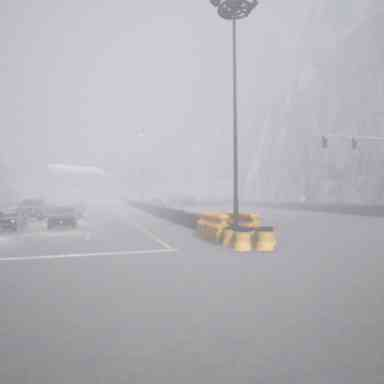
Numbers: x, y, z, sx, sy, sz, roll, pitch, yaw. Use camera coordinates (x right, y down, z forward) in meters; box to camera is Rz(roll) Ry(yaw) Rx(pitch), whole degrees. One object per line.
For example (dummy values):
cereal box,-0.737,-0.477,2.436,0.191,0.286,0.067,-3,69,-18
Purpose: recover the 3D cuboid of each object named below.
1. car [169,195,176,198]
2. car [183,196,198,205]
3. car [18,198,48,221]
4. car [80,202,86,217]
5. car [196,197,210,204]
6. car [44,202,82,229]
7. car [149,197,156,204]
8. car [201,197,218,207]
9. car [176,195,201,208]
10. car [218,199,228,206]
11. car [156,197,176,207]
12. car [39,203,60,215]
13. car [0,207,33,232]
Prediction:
car,-3.716,1.609,68.593,2.150,2.045,5.566,0,0,-16
car,-0.337,1.683,69.507,2.097,1.767,4.553,0,0,-16
car,-15.199,1.654,31.895,2.150,2.045,5.566,0,0,-16
car,-12.156,2.030,33.991,1.895,1.301,4.718,0,0,-16
car,2.413,1.868,72.633,1.812,1.442,4.674,0,0,-16
car,-9.578,1.818,25.010,1.882,1.535,5.008,0,0,-16
car,-7.643,1.744,69.621,2.097,1.767,4.553,0,0,-16
car,2.405,1.750,59.884,2.097,1.767,4.553,0,0,-16
car,-0.767,1.635,58.612,2.150,2.045,5.566,0,0,-16
car,5.084,1.981,63.294,1.895,1.301,4.718,0,0,-16
car,-4.759,2.025,59.854,1.895,1.301,4.718,0,0,-16
car,-18.321,2.094,42.887,1.895,1.301,4.718,0,0,-16
car,-12.582,1.944,22.805,1.895,1.301,4.718,0,0,-16
